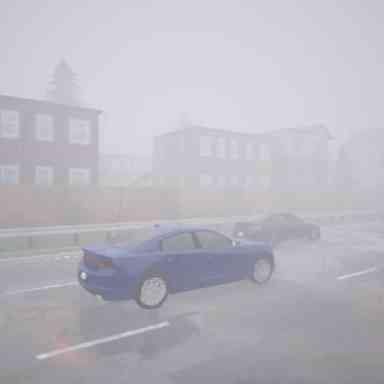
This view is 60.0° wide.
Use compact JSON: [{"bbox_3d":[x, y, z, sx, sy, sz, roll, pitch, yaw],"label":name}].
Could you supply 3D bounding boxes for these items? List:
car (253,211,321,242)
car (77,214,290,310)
[{"bbox_3d":[3.890,1.582,15.133,4.674,1.442,1.812,0,0,-36],"label":"car"},{"bbox_3d":[-0.110,1.499,7.966,5.008,1.535,1.882,0,0,-35],"label":"car"}]
